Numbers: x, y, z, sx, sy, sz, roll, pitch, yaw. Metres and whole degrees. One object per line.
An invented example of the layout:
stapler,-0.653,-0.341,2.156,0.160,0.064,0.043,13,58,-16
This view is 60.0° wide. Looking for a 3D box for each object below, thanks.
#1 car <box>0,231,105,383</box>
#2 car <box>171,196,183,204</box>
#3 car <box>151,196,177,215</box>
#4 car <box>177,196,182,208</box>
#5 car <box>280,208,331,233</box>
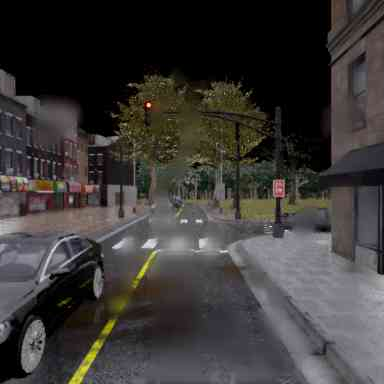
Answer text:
car,-2.859,1.490,5.595,2.128,1.511,4.902,0,0,0
car,-3.164,1.626,67.750,1.882,1.535,5.008,0,0,-10
car,-2.906,1.389,33.738,2.097,1.767,4.553,0,0,0
car,-2.932,1.557,48.696,1.882,1.535,5.008,0,1,0
car,7.384,1.590,18.366,5.357,1.411,2.033,0,0,5
